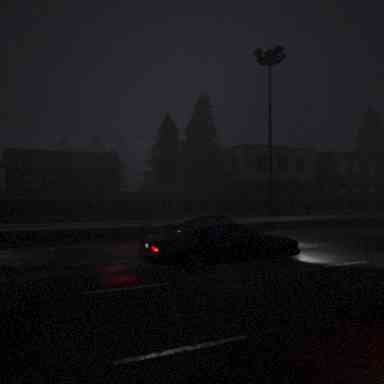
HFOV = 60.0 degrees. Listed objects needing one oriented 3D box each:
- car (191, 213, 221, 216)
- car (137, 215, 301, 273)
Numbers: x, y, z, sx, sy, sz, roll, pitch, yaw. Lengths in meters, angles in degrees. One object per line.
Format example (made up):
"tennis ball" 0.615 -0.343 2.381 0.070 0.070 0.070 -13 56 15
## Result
"car" 1.019 1.682 14.814 4.674 1.442 1.812 0 -1 -24
"car" 0.951 1.664 10.955 5.357 1.411 2.033 0 -1 -23
